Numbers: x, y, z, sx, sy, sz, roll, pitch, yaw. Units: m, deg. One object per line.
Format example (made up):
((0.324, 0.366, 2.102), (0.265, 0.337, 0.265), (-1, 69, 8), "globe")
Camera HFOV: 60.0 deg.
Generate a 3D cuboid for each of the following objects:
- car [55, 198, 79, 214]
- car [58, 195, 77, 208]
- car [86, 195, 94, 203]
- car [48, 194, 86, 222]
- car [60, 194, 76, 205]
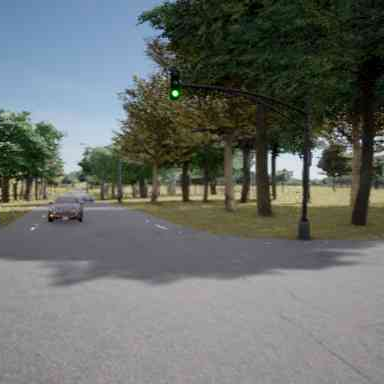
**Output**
((-11.862, 1.245, 31.616), (1.895, 1.301, 4.718), (1, 0, -20), "car")
((-15.291, 1.130, 40.806), (2.033, 1.411, 5.357), (1, 0, -20), "car")
((-19.758, 1.290, 62.984), (1.994, 1.385, 4.181), (1, -1, -20), "car")
((-8.739, 1.064, 23.165), (2.097, 1.767, 4.553), (1, 0, -19), "car")
((-18.728, 1.064, 50.210), (2.128, 1.511, 4.902), (1, -1, -20), "car")
